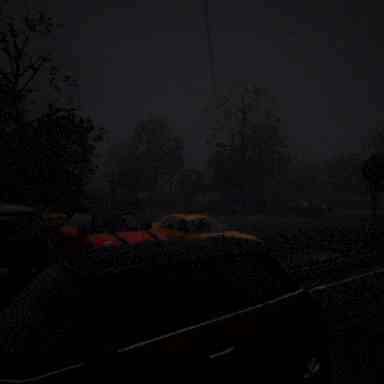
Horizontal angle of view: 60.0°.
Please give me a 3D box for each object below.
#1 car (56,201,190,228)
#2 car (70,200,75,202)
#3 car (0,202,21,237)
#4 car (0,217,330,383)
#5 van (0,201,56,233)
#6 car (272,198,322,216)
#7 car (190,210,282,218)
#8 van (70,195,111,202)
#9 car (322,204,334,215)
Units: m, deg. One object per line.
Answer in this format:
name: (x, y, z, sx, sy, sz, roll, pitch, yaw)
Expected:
car: (-2.337, 1.316, 9.660, 2.185, 1.767, 4.553, 0, 0, -36)
car: (-8.972, 1.436, 20.191, 1.946, 1.575, 5.366, 0, 0, -36)
car: (-11.131, 1.451, 18.635, 1.946, 1.575, 5.366, -1, 0, -36)
car: (-0.772, 1.341, 3.132, 4.553, 1.767, 2.097, -1, 0, -35)
van: (-4.852, 1.238, 7.953, 1.878, 1.987, 4.442, -1, 0, -36)
car: (10.291, 1.615, 33.804, 2.002, 1.452, 4.674, 1, -1, -36)
car: (0.157, 1.429, 11.191, 1.946, 1.575, 5.366, 0, 0, -36)
van: (-6.529, 1.204, 21.578, 1.878, 1.987, 4.442, 0, 0, -36)
car: (12.839, 1.492, 35.695, 2.185, 1.767, 4.553, 1, -1, -36)
